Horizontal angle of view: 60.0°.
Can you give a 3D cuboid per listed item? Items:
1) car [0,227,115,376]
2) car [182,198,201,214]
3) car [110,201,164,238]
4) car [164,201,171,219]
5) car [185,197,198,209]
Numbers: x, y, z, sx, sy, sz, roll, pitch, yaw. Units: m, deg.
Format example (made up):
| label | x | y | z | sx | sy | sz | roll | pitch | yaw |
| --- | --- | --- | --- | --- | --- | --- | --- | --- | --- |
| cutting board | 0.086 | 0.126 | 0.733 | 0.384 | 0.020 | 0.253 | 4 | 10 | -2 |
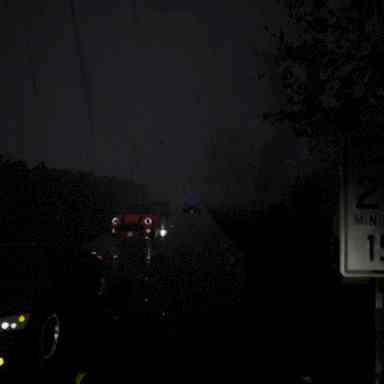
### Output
| label | x | y | z | sx | sy | sz | roll | pitch | yaw |
| --- | --- | --- | --- | --- | --- | --- | --- | --- | --- |
| car | -2.861 | 1.574 | 5.670 | 1.994 | 1.385 | 4.181 | 0 | 0 | 0 |
| car | -0.005 | 1.644 | 35.169 | 1.895 | 1.301 | 4.718 | 0 | 0 | 1 |
| car | -2.875 | 1.378 | 17.679 | 2.097 | 1.767 | 4.553 | 0 | 0 | 0 |
| car | -2.876 | 1.528 | 29.588 | 2.128 | 1.511 | 4.902 | 0 | 0 | 0 |
| car | -0.052 | 1.524 | 47.362 | 1.882 | 1.535 | 5.008 | 0 | 0 | 0 |
